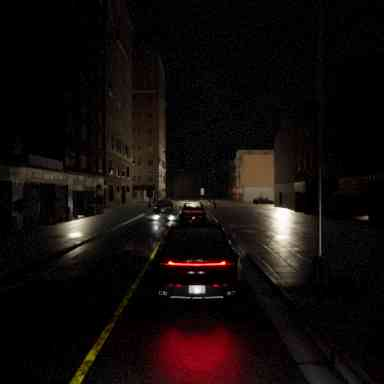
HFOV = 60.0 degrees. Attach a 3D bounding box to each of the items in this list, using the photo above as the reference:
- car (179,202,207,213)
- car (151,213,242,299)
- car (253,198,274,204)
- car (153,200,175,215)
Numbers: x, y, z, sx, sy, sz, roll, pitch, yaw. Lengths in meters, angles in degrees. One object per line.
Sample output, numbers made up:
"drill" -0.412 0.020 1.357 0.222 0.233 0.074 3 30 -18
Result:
"car" 0.101 1.490 24.183 2.128 1.511 4.902 0 0 0
"car" 0.102 1.504 8.404 1.837 1.490 4.892 0 0 0
"car" 13.224 1.688 60.627 4.313 1.339 1.947 0 -1 0
"car" -2.806 1.522 34.250 1.812 1.442 4.674 0 0 1
